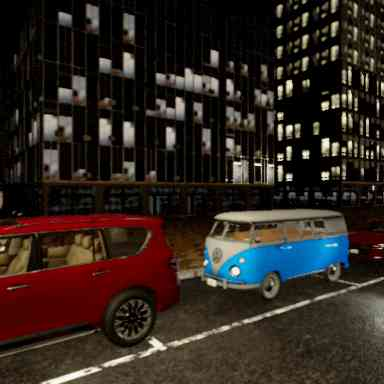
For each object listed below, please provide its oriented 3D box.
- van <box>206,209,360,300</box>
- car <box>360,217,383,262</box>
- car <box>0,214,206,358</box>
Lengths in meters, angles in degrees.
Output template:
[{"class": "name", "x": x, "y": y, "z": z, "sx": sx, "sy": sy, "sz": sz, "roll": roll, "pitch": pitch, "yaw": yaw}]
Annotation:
[{"class": "van", "x": 2.123, "y": 1.339, "z": 8.074, "sx": 3.998, "sy": 1.788, "sz": 1.690, "roll": 0, "pitch": 0, "yaw": -35}, {"class": "car", "x": 6.738, "y": 1.540, "z": 11.365, "sx": 4.507, "sy": 1.381, "sz": 1.887, "roll": 0, "pitch": 0, "yaw": -35}, {"class": "car", "x": -2.492, "y": 1.315, "z": 4.783, "sx": 5.009, "sy": 1.841, "sz": 2.192, "roll": 0, "pitch": 0, "yaw": -35}]
